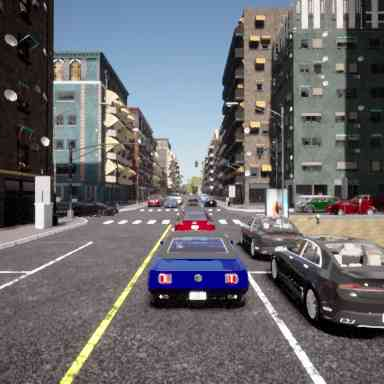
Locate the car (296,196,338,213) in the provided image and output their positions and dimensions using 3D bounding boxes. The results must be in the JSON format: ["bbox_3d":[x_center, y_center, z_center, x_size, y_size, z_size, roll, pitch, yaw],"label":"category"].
[{"bbox_3d":[13.413,1.272,34.879,4.553,1.767,2.097,0,-1,1],"label":"car"}]

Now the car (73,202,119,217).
[{"bbox_3d":[-8.988,1.597,30.904,4.181,1.385,1.994,-1,-1,15],"label":"car"}]

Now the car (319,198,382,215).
[{"bbox_3d":[13.769,1.413,29.077,4.206,1.307,1.802,0,0,1],"label":"car"}]

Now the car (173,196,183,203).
[{"bbox_3d":[-2.853,1.591,68.590,1.994,1.385,4.181,0,0,0],"label":"car"}]

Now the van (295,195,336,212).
[{"bbox_3d":[13.848,1.296,37.458,3.998,1.788,1.690,0,0,1],"label":"van"}]

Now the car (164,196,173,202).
[{"bbox_3d":[-5.501,1.597,78.578,1.947,1.339,4.313,1,0,0],"label":"car"}]

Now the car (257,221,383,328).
[{"bbox_3d":[2.846,1.553,6.901,2.008,1.369,4.403,1,0,0],"label":"car"}]

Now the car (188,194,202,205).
[{"bbox_3d":[0.227,1.513,58.012,2.128,1.511,4.902,0,0,0],"label":"car"}]

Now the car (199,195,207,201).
[{"bbox_3d":[2.904,1.581,89.661,1.887,1.381,4.507,1,0,0],"label":"car"}]

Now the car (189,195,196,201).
[{"bbox_3d":[0.204,1.561,90.095,1.812,1.442,4.674,0,0,0],"label":"car"}]

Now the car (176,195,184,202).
[{"bbox_3d":[-2.821,1.532,78.999,1.837,1.490,4.892,0,0,0],"label":"car"}]

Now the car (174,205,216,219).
[{"bbox_3d":[0.133,1.570,17.149,1.994,1.385,4.181,0,0,0],"label":"car"}]

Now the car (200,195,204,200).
[{"bbox_3d":[2.828,1.603,56.234,1.802,1.307,4.206,1,0,0],"label":"car"}]

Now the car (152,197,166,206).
[{"bbox_3d":[-5.552,1.566,56.294,1.887,1.381,4.507,1,0,0],"label":"car"}]

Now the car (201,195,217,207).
[{"bbox_3d":[2.815,1.585,50.664,1.947,1.339,4.313,1,0,0],"label":"car"}]

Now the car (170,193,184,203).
[{"bbox_3d":[-2.945,1.244,58.648,2.150,2.045,5.566,0,0,1],"label":"car"}]

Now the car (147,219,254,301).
[{"bbox_3d":[0.118,1.603,8.286,1.895,1.301,4.718,0,0,0],"label":"car"}]

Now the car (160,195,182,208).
[{"bbox_3d":[-2.992,1.565,48.647,2.033,1.411,5.357,0,0,1],"label":"car"}]

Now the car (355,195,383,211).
[{"bbox_3d":[19.375,1.228,37.406,5.009,1.841,2.192,0,0,1],"label":"car"}]

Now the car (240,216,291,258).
[{"bbox_3d":[2.858,1.555,12.470,2.008,1.369,4.403,1,0,0],"label":"car"}]

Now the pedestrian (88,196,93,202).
[{"bbox_3d":[-12.437,1.347,40.663,0.375,1.860,0.375,0,0,1],"label":"pedestrian"}]

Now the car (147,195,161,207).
[{"bbox_3d":[-5.561,1.334,50.723,2.192,1.841,5.009,1,0,0],"label":"car"}]
